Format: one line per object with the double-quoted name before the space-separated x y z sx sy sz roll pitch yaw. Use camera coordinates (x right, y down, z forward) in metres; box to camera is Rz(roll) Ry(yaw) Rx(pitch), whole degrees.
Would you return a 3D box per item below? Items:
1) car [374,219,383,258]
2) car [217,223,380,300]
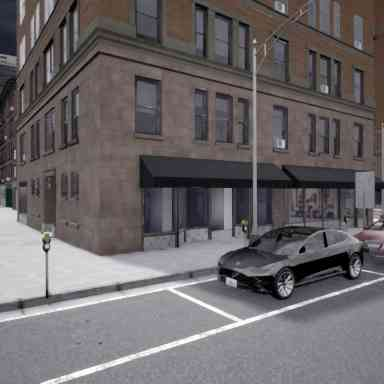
"car" 7.101 1.582 11.585 4.206 1.307 1.802 0 0 -35
"car" 2.619 1.566 8.395 4.313 1.339 1.947 0 0 -35
